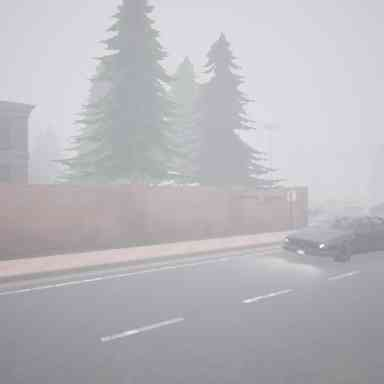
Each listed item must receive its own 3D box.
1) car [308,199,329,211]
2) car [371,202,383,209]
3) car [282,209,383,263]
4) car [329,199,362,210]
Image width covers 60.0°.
[{"bbox_3d":[9.767,1.547,31.526,2.033,1.411,5.357,0,0,-34],"label":"car"},{"bbox_3d":[17.203,1.506,27.112,1.837,1.490,4.892,0,0,-35],"label":"car"},{"bbox_3d":[5.768,1.547,12.093,5.357,1.411,2.033,0,0,-32],"label":"car"},{"bbox_3d":[15.507,1.477,35.569,1.882,1.535,5.008,0,0,-35],"label":"car"}]
